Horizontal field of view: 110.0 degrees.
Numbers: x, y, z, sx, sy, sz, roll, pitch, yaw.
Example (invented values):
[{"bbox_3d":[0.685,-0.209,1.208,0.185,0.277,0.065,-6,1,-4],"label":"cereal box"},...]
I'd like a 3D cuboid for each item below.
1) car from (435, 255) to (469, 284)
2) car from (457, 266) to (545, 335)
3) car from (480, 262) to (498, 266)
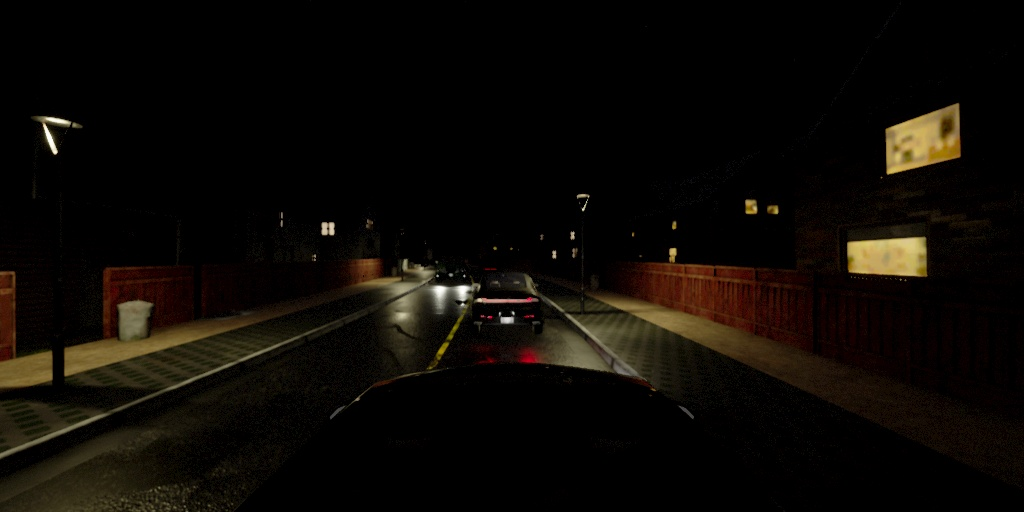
[{"bbox_3d":[-4.492,0.932,27.125,2.150,2.045,5.566,0,0,-7],"label":"car"},{"bbox_3d":[-0.186,1.219,10.464,2.128,1.511,4.902,0,0,-2],"label":"car"},{"bbox_3d":[-1.994,1.228,30.644,1.837,1.490,4.892,0,0,-7],"label":"car"}]
